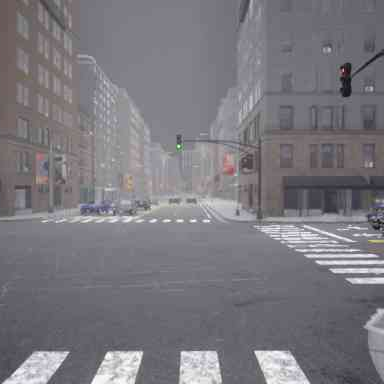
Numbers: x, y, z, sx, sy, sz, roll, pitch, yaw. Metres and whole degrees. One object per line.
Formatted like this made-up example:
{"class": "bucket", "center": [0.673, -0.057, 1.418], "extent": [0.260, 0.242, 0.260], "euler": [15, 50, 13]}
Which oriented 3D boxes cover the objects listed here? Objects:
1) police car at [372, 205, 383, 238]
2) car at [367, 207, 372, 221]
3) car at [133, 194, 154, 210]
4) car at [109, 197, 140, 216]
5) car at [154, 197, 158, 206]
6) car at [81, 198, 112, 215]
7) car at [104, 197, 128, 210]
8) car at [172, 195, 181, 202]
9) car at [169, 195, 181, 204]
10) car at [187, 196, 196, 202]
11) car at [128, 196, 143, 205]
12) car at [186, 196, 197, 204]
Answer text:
{"class": "police car", "center": [10.383, 1.377, 13.161], "extent": [5.238, 1.638, 1.930], "euler": [0, 0, 0]}
{"class": "car", "center": [11.630, 1.524, 16.506], "extent": [4.718, 1.301, 1.895], "euler": [0, 0, -1]}
{"class": "car", "center": [-6.645, 1.235, 43.008], "extent": [2.150, 2.045, 5.566], "euler": [0, 0, 0]}
{"class": "car", "center": [-6.635, 1.532, 33.306], "extent": [1.812, 1.442, 4.674], "euler": [0, 0, -2]}
{"class": "car", "center": [-6.654, 1.516, 54.732], "extent": [2.128, 1.511, 4.902], "euler": [0, 0, 0]}
{"class": "car", "center": [-9.879, 1.484, 34.193], "extent": [1.882, 1.535, 5.008], "euler": [0, 0, 0]}
{"class": "car", "center": [-9.894, 1.506, 43.697], "extent": [2.128, 1.511, 4.902], "euler": [0, 0, 0]}
{"class": "car", "center": [-3.344, 1.468, 73.171], "extent": [1.882, 1.535, 5.008], "euler": [0, 0, 0]}
{"class": "car", "center": [-3.331, 1.512, 62.755], "extent": [1.882, 1.535, 5.008], "euler": [0, 0, 0]}
{"class": "car", "center": [-0.094, 1.542, 73.175], "extent": [1.994, 1.385, 4.181], "euler": [0, 0, 0]}
{"class": "car", "center": [-9.901, 1.534, 58.638], "extent": [1.837, 1.490, 4.892], "euler": [0, 0, 0]}
{"class": "car", "center": [-0.081, 1.512, 62.725], "extent": [1.882, 1.535, 5.008], "euler": [0, 0, 0]}
